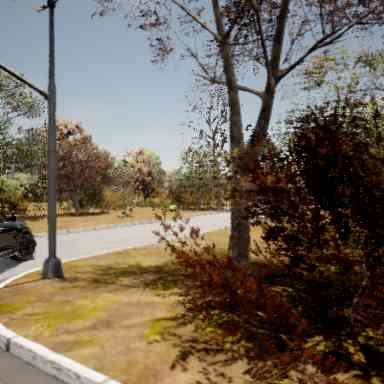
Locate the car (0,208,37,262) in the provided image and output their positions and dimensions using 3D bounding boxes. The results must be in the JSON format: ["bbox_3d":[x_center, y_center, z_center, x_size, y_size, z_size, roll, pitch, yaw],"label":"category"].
[{"bbox_3d":[-6.435,1.294,9.229,2.150,2.045,5.566,-2,0,-5],"label":"car"}]
